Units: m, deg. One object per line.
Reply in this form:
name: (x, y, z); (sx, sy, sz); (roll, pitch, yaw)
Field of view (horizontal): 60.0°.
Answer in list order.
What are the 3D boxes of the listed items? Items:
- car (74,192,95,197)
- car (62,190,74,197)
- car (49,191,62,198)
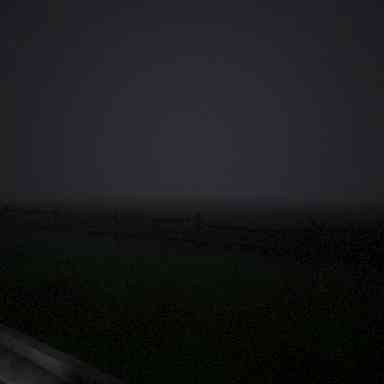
car: (-27.457, 1.026, 85.480); (1.837, 1.490, 4.892); (0, 0, 12)
car: (-30.877, 1.006, 86.220); (1.837, 1.490, 4.892); (0, 0, 12)
car: (-34.416, 1.017, 86.418); (1.994, 1.385, 4.181); (0, 0, 12)
